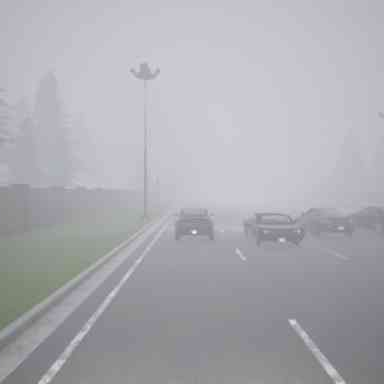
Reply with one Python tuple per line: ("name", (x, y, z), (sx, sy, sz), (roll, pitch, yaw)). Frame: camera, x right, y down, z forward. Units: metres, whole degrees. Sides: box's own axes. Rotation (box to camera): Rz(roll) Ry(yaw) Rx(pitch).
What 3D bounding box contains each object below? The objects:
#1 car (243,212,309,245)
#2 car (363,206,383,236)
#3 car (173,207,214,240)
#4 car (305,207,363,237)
("car", (3.605, 1.618, 15.540), (1.895, 1.301, 4.718), (0, 0, 0))
("car", (10.606, 1.498, 18.672), (1.882, 1.535, 5.008), (0, 0, 0))
("car", (0.106, 1.524, 17.204), (1.837, 1.490, 4.892), (0, 0, 0))
("car", (7.093, 1.546, 18.142), (1.812, 1.442, 4.674), (0, 0, 0))
